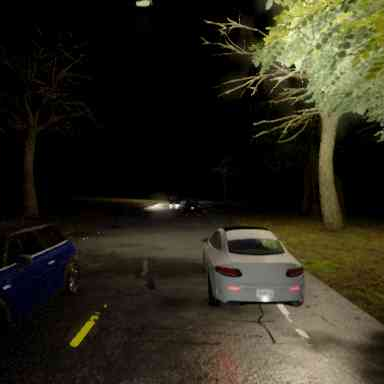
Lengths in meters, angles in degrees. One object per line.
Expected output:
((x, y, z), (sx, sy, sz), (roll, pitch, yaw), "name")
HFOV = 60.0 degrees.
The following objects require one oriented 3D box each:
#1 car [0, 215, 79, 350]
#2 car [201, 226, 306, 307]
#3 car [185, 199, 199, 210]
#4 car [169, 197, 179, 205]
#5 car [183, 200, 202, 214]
((-3.597, 1.363, 5.620), (2.097, 1.767, 4.553), (0, 0, 0), "car")
((1.230, 1.541, 7.890), (1.812, 1.442, 4.674), (0, 0, 0), "car")
((0.065, 1.694, 46.236), (1.895, 1.301, 4.718), (0, 0, 1), "car")
((-3.458, 1.628, 63.947), (2.128, 1.511, 4.902), (0, 0, 0), "car")
((0.092, 1.635, 36.200), (1.994, 1.385, 4.181), (0, 0, 1), "car")
